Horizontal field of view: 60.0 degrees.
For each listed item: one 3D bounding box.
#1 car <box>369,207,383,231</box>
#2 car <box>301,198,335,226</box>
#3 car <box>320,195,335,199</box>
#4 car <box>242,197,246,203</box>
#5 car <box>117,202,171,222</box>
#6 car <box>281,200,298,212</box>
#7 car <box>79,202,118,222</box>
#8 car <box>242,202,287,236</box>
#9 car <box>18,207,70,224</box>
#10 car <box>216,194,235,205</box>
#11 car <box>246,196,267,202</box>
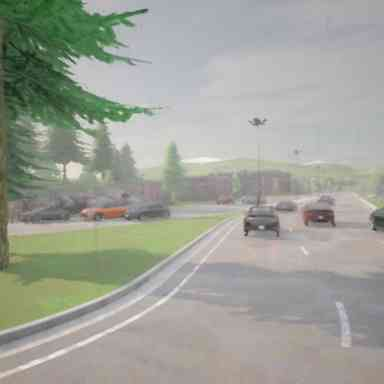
[{"bbox_3d":[10.694,1.253,16.933,2.097,1.767,4.553,-1,0,13],"label":"car"},{"bbox_3d":[8.831,1.453,23.457,1.882,1.535,5.008,-1,0,16],"label":"car"},{"bbox_3d":[20.932,1.262,51.593,2.097,1.767,4.553,-1,0,29],"label":"car"},{"bbox_3d":[11.413,1.688,66.663,2.128,1.511,4.902,-1,0,25],"label":"car"},{"bbox_3d":[-3.895,1.764,29.553,1.837,1.490,4.892,-1,-1,38],"label":"car"},{"bbox_3d":[10.929,1.587,38.212,1.994,1.385,4.181,-1,0,24],"label":"car"},{"bbox_3d":[-7.889,1.691,30.115,2.097,1.767,4.553,-1,-1,39],"label":"car"},{"bbox_3d":[3.981,1.533,18.825,2.128,1.511,4.902,-1,0,13],"label":"car"},{"bbox_3d":[-13.013,1.996,29.459,1.994,1.385,4.181,-1,0,41],"label":"car"},{"bbox_3d":[6.513,1.487,64.525,2.150,2.045,5.566,-1,0,26],"label":"car"},{"bbox_3d":[11.887,1.483,59.580,2.097,1.767,4.553,-1,0,26],"label":"car"}]
